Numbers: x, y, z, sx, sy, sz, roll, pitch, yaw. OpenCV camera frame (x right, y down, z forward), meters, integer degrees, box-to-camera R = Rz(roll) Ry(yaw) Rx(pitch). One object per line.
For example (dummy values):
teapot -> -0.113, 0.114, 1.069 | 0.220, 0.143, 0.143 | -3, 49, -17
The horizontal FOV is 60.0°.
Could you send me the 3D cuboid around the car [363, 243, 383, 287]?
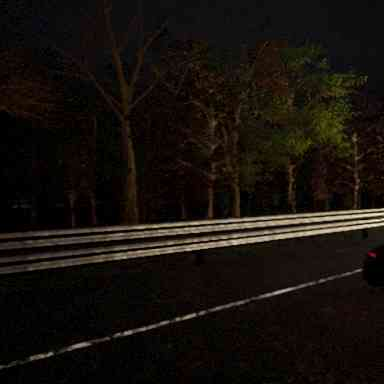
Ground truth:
car -> 6.001, 1.546, 8.061 | 4.181, 1.385, 1.994 | 0, 0, -36
